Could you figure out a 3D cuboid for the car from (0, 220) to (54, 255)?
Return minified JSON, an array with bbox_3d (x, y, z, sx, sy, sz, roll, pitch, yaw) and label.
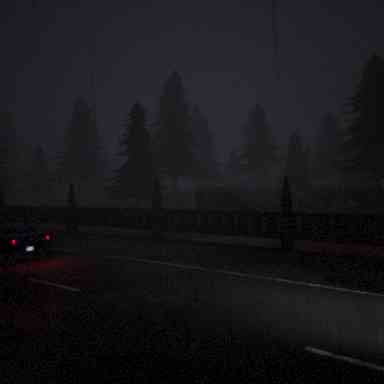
[{"bbox_3d":[-7.642,1.727,12.872,4.718,1.301,1.895,0,0,30],"label":"car"}]
